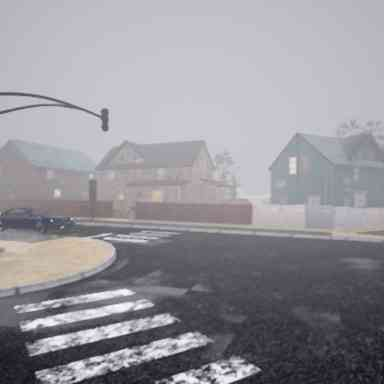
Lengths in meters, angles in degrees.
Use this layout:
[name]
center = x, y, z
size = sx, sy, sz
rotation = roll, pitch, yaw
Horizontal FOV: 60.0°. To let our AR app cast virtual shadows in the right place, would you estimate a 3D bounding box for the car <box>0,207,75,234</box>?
[car]
center = -8.905, 1.541, 18.579
size = 4.718, 1.301, 1.895
rotation = 1, -1, 22
